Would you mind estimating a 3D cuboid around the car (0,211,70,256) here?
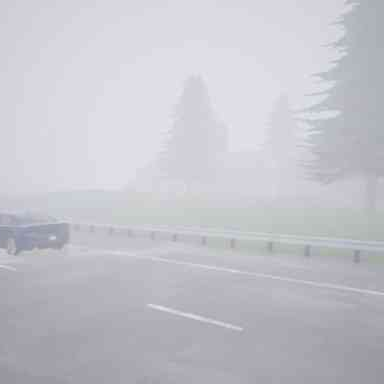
[{"bbox_3d":[-6.958,1.488,13.260,5.008,1.535,1.882,0,0,36],"label":"car"}]
